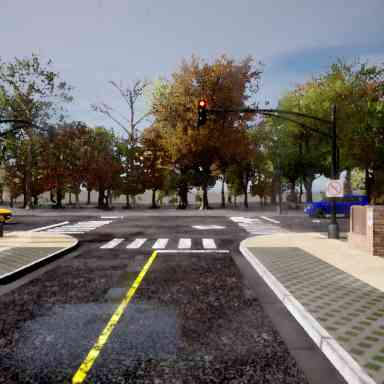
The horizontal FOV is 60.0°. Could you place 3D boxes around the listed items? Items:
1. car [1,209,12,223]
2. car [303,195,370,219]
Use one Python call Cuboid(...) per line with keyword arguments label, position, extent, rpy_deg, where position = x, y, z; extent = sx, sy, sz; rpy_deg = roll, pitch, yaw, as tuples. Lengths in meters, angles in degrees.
Cuboid(label="car", position=(-15.092, 1.423, 22.940), extent=(5.008, 1.535, 1.882), rpy_deg=(0, 0, 0))
Cuboid(label="car", position=(12.853, 1.279, 29.626), extent=(5.566, 2.045, 2.150), rpy_deg=(0, 0, 0))
